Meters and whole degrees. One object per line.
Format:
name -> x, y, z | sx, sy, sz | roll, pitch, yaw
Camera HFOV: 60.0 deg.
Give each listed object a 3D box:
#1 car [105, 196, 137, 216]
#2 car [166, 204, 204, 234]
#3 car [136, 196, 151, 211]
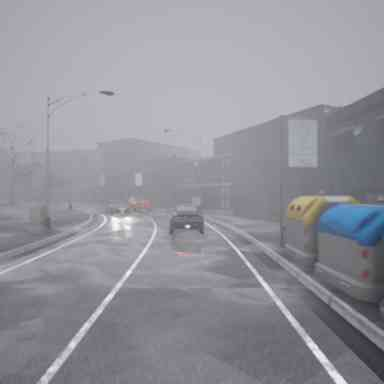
car -> -7.139, 1.411, 31.858 | 2.128, 1.511, 4.902 | 1, 0, -23
car -> -0.413, 1.473, 19.116 | 1.837, 1.490, 4.892 | 0, 0, -5
car -> -6.505, 1.278, 38.814 | 2.097, 1.767, 4.553 | 0, 0, -29
